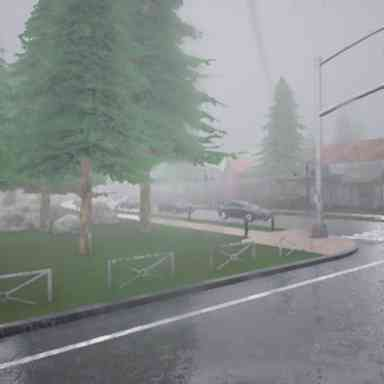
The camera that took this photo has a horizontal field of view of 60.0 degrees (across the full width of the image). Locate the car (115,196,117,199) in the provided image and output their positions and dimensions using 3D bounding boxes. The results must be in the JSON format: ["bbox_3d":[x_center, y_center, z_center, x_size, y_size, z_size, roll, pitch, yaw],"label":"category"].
[{"bbox_3d":[-20.402,1.253,91.631,1.837,1.490,4.892,-1,0,-6],"label":"car"}]

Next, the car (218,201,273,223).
[{"bbox_3d":[4.018,1.463,25.736,1.837,1.490,4.892,-1,0,-35],"label":"car"}]

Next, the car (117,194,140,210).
[{"bbox_3d":[-7.606,1.305,42.864,2.097,1.767,4.553,-1,1,-31],"label":"car"}]

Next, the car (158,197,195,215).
[{"bbox_3d":[-1.640,1.310,33.796,2.097,1.767,4.553,-1,0,-35],"label":"car"}]
